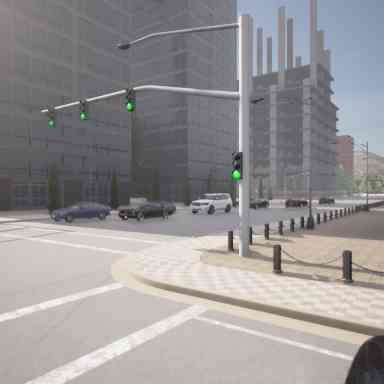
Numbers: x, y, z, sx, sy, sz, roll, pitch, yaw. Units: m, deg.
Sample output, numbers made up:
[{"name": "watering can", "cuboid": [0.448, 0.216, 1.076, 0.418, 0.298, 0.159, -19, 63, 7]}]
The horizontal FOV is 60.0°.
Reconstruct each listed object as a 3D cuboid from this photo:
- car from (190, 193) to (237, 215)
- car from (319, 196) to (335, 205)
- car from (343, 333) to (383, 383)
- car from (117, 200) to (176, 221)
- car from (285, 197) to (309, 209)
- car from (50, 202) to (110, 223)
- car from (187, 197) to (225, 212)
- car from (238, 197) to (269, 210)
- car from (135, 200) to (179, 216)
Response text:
[{"name": "car", "cuboid": [2.094, 1.172, 34.329, 2.150, 2.045, 5.566, 0, 0, 36]}, {"name": "car", "cuboid": [23.326, 1.454, 57.491, 1.837, 1.490, 4.892, 0, 0, 36]}, {"name": "car", "cuboid": [3.022, 1.563, 1.813, 4.181, 1.385, 1.994, 0, 0, 36]}, {"name": "car", "cuboid": [-3.614, 1.552, 26.414, 1.895, 1.301, 4.718, 0, 0, 36]}, {"name": "car", "cuboid": [14.221, 1.427, 44.839, 1.882, 1.535, 5.008, 0, 0, 36]}, {"name": "car", "cuboid": [-8.483, 1.478, 25.655, 1.812, 1.442, 4.674, 0, 0, 38]}, {"name": "car", "cuboid": [1.736, 1.443, 39.819, 2.128, 1.511, 4.902, 0, 0, 36]}, {"name": "car", "cuboid": [8.195, 1.428, 42.782, 1.882, 1.535, 5.008, 0, 0, 36]}, {"name": "car", "cuboid": [-3.404, 1.516, 32.692, 1.994, 1.385, 4.181, 0, 0, 36]}]
